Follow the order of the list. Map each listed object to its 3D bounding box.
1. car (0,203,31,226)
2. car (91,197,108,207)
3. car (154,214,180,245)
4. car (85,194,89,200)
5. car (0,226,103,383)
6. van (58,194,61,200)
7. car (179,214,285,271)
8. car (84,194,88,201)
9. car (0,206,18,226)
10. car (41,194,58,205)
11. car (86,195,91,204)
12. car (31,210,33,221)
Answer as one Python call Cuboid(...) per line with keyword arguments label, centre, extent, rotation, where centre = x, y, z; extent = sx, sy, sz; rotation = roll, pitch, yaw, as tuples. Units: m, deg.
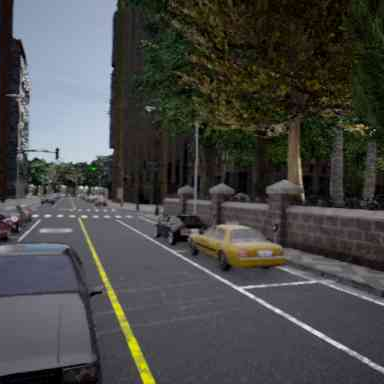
Cuboid(label="car", centre=(-10.476, 1.376, 18.619), extent=(1.967, 1.590, 4.097), rotation=(2, -1, -20))
Cuboid(label="car", centre=(-15.536, 1.681, 56.669), extent=(1.967, 1.590, 4.097), rotation=(2, -1, -20))
Cuboid(label="car", centre=(-0.590, 1.737, 16.475), extent=(1.947, 1.339, 4.313), rotation=(2, -1, -20))
Cuboid(label="car", centre=(-23.121, 1.827, 77.053), extent=(1.887, 1.381, 4.507), rotation=(2, -1, -20))
Cuboid(label="car", centre=(-2.524, 1.540, 5.153), extent=(2.033, 1.411, 5.357), rotation=(2, -1, -20))
Cuboid(label="van", centre=(-34.895, 1.402, 84.278), extent=(1.690, 1.788, 3.998), rotation=(2, -1, -20))
Cuboid(label="car", centre=(1.254, 1.689, 11.520), extent=(1.752, 1.417, 4.829), rotation=(2, -1, -20))
Cuboid(label="car", centre=(-25.017, 1.838, 82.149), extent=(1.887, 1.381, 4.507), rotation=(2, -1, -20))
Cuboid(label="car", centre=(-8.576, 1.472, 13.503), extent=(1.887, 1.381, 4.507), rotation=(2, -1, -20))
Cuboid(label="car", centre=(-25.416, 1.323, 58.796), extent=(2.192, 1.841, 5.009), rotation=(2, -1, -20))
Cuboid(label="car", centre=(-21.225, 1.822, 71.956), extent=(2.008, 1.369, 4.403), rotation=(2, -1, -20))
Cuboid(label="car", centre=(-12.321, 1.469, 23.573), extent=(1.752, 1.417, 4.829), rotation=(2, -1, -20))
